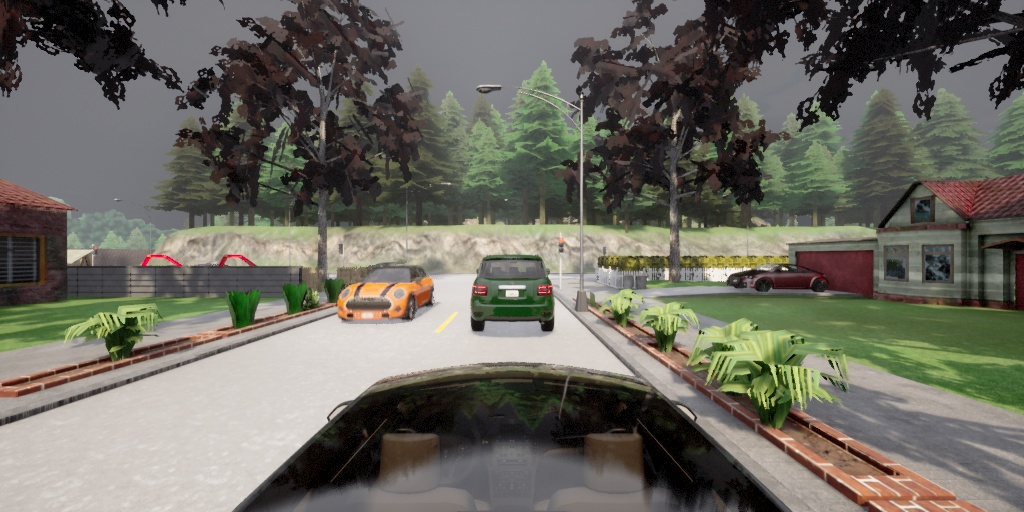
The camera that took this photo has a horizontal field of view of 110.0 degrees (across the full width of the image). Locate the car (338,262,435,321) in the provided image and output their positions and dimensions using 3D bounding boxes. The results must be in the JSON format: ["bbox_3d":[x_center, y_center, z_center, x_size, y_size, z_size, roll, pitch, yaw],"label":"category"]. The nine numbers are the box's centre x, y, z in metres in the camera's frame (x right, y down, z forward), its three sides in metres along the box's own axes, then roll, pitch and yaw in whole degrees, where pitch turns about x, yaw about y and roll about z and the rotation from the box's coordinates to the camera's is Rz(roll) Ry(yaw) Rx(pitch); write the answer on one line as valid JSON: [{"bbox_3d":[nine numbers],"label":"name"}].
[{"bbox_3d":[-4.095,1.102,12.406,2.097,1.767,4.553,0,0,0],"label":"car"}]

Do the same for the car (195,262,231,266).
[{"bbox_3d":[-27.645,1.276,33.591,4.674,1.442,1.812,0,0,0],"label":"car"}]

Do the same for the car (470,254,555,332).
[{"bbox_3d":[0.031,0.971,11.067,2.150,2.045,5.566,0,0,1],"label":"car"}]

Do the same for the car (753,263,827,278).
[{"bbox_3d":[29.117,0.971,37.700,5.566,2.045,2.150,0,0,0],"label":"car"}]

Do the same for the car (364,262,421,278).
[{"bbox_3d":[-11.079,1.275,33.418,4.674,1.442,1.812,0,0,4],"label":"car"}]
